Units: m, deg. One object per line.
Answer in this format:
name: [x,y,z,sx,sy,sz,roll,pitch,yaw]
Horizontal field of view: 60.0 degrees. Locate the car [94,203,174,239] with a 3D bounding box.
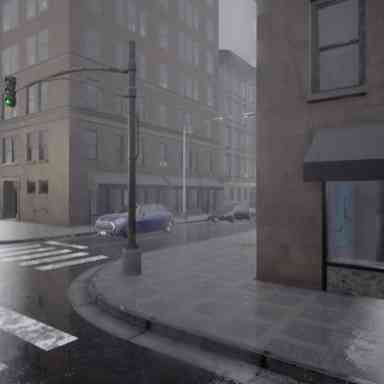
car: [-3.027,1.420,18.032,2.097,1.767,4.553,0,0,35]

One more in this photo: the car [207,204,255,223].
car: [3.338,1.676,26.997,2.033,1.411,5.357,0,0,35]
